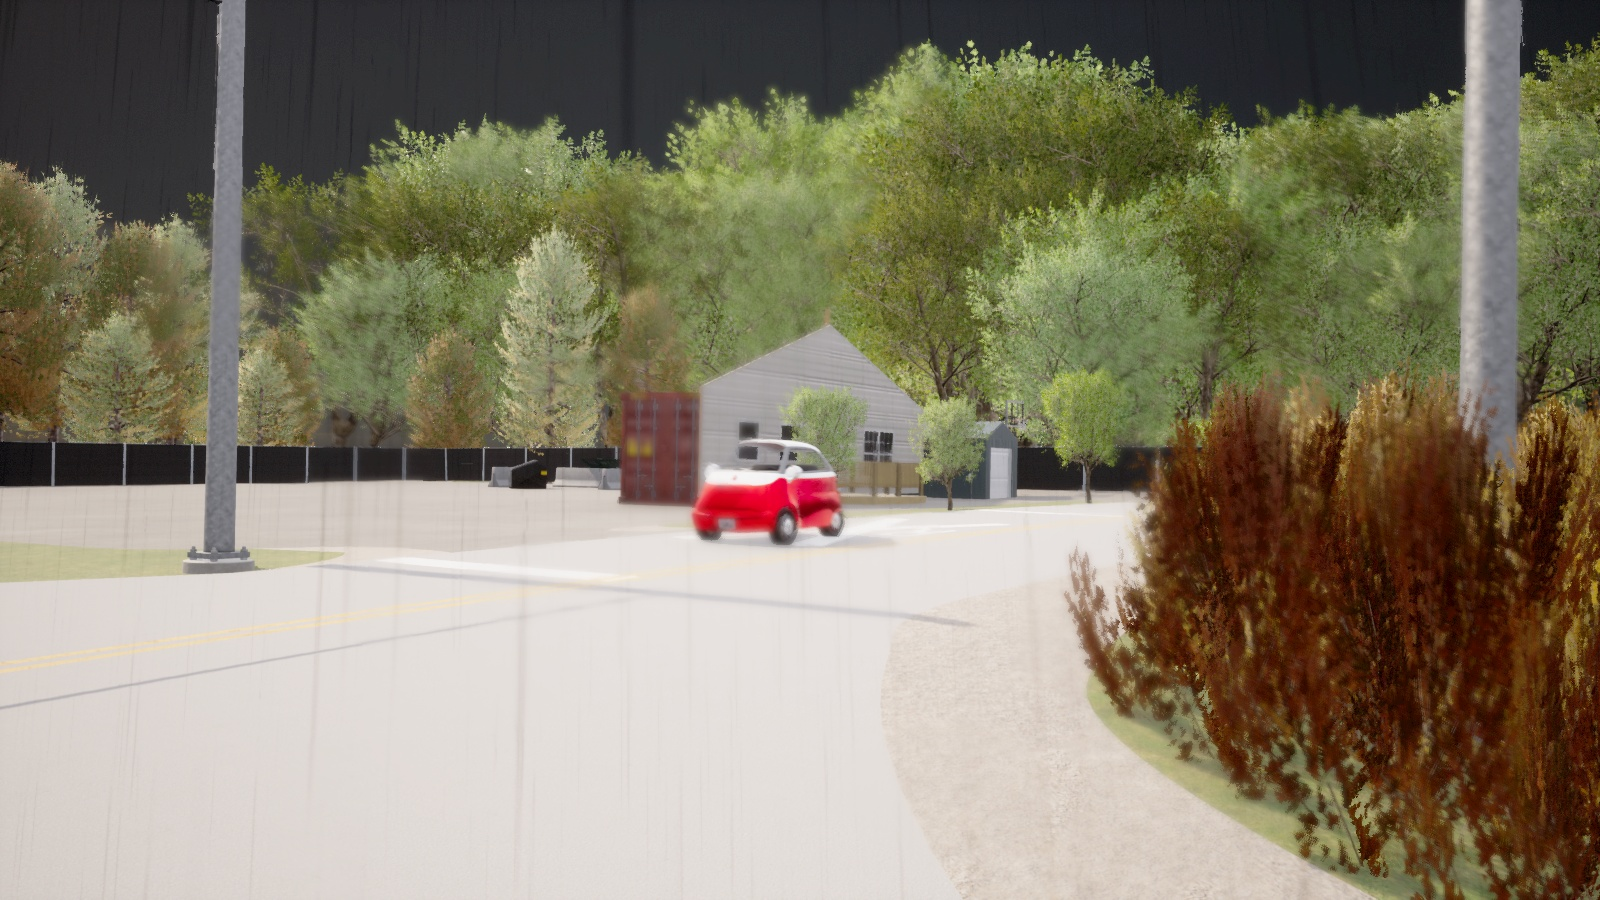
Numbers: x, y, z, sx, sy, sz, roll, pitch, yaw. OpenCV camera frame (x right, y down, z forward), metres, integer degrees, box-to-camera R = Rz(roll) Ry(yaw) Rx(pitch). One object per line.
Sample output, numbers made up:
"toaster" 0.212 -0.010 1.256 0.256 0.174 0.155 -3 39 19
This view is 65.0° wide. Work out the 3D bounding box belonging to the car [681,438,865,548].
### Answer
"car" -0.334 0.545 17.055 1.481 1.376 2.207 -1 0 34
